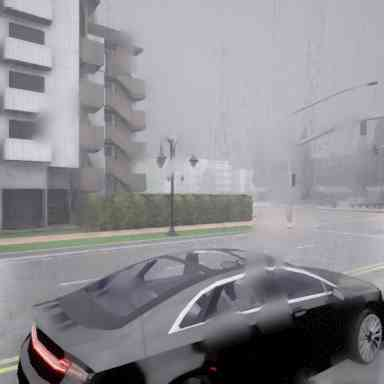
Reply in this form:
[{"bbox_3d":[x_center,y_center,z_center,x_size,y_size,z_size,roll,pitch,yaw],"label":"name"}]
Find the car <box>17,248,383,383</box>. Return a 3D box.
[{"bbox_3d":[0.582,1.492,4.174,4.902,1.511,2.128,0,0,-36],"label":"car"}]
